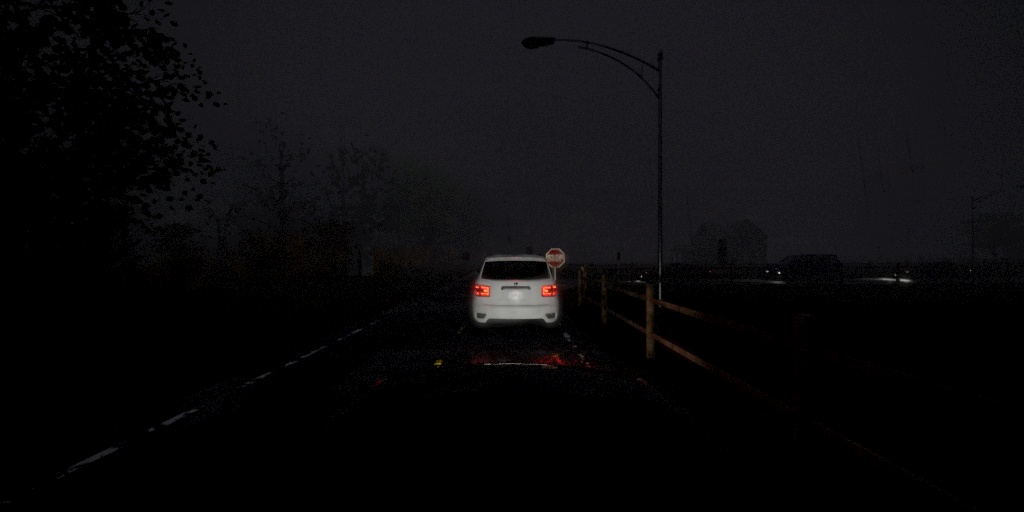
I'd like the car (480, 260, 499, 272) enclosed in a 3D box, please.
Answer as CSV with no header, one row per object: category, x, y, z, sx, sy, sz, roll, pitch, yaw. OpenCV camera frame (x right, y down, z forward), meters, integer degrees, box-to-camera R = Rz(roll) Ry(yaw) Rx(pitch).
car,-2.833,1.273,46.062,2.033,1.411,5.357,0,0,0

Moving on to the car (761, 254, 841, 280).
car,23.221,0.873,28.768,5.566,2.045,2.150,0,0,-1

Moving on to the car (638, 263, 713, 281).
car,12.993,1.243,28.620,5.357,1.411,2.033,0,0,0

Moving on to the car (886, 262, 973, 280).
car,33.647,1.153,28.930,5.357,1.411,2.033,0,0,0

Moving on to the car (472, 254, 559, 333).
car,0.098,0.971,10.831,2.150,2.045,5.566,0,0,0
